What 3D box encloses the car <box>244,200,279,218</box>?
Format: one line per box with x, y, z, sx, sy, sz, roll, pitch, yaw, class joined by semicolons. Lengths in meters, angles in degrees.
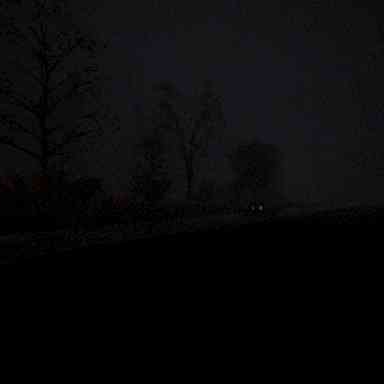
7.079;1.596;33.472;2.097;1.767;4.553;1;0;36;car
